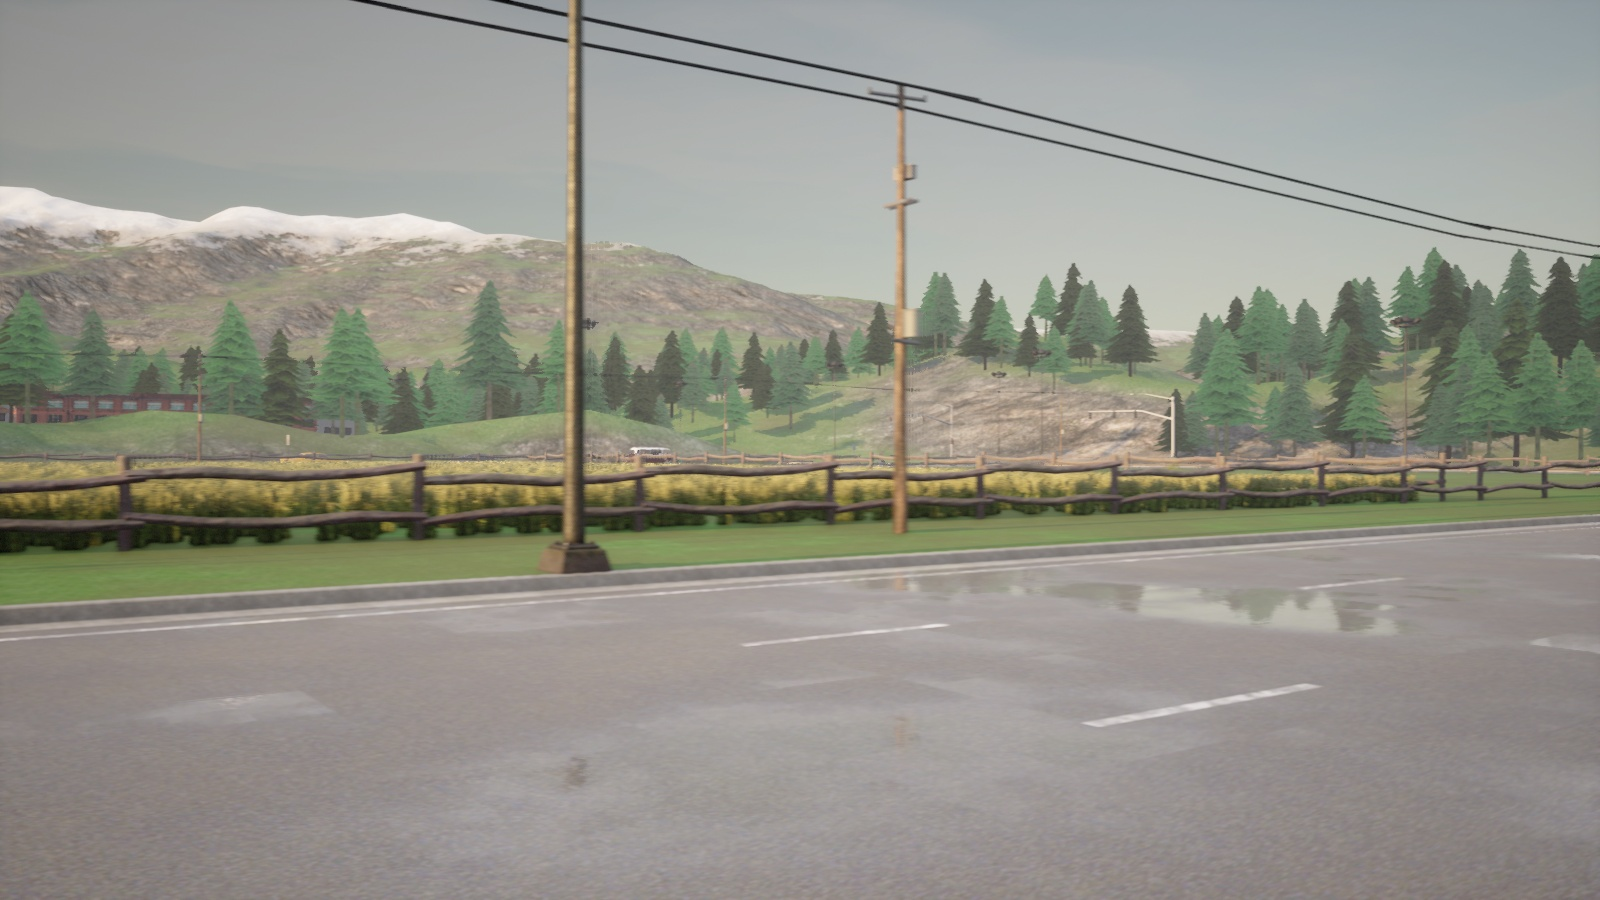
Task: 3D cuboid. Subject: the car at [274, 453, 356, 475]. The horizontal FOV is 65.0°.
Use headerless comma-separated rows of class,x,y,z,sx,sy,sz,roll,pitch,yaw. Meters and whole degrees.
car,-35.623,0.985,92.331,5.366,1.575,1.801,0,0,-35
